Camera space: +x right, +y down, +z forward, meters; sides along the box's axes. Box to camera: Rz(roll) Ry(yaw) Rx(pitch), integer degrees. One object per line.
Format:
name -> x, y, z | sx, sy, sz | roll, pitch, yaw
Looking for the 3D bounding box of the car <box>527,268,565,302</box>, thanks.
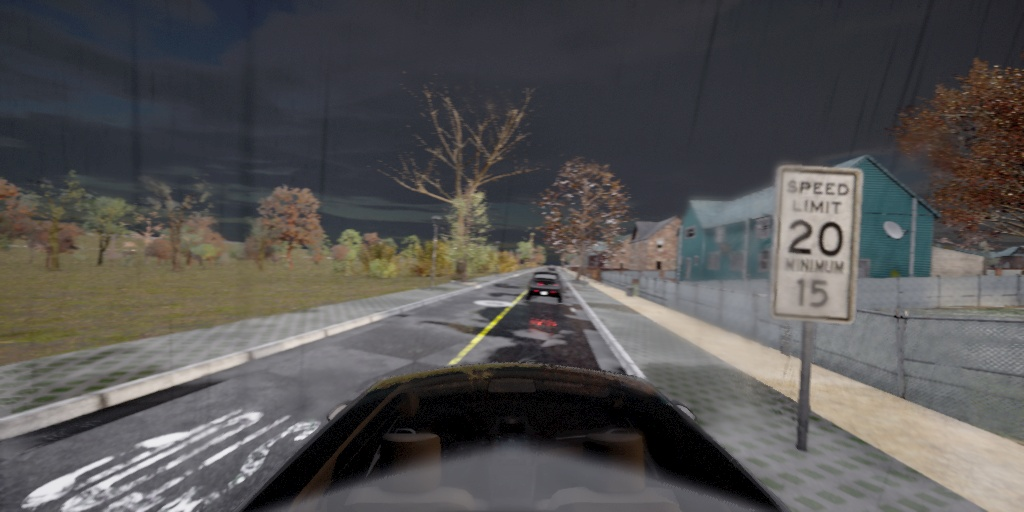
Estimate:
car -> 1.891, 1.638, 20.162 | 1.837, 1.490, 4.892 | 4, -1, 7
